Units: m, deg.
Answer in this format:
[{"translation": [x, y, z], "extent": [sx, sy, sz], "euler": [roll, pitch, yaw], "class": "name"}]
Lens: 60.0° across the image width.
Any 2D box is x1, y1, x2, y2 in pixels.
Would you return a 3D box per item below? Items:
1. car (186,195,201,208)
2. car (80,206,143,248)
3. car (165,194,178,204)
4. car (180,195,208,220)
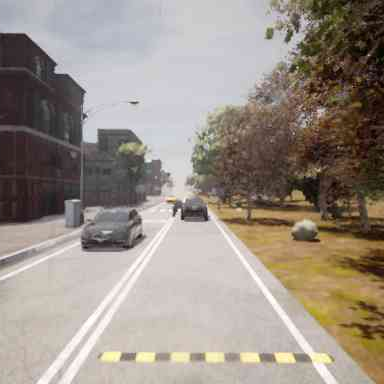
[{"translation": [0.194, 1.245, 45.070], "extent": [1.837, 1.490, 4.892], "euler": [0, 0, 0], "class": "car"}, {"translation": [-3.290, 1.437, 14.422], "extent": [1.837, 1.490, 4.892], "euler": [0, 2, 0], "class": "car"}, {"translation": [-3.240, 1.142, 53.978], "extent": [1.882, 1.535, 5.008], "euler": [0, 1, 0], "class": "car"}, {"translation": [0.176, 1.224, 26.931], "extent": [2.097, 1.767, 4.553], "euler": [0, 0, 0], "class": "car"}]
